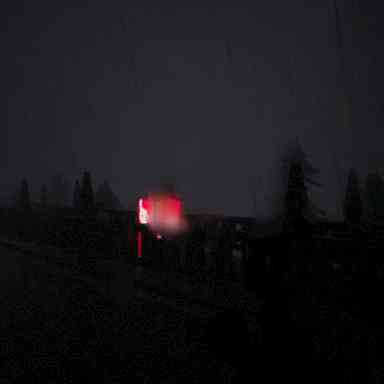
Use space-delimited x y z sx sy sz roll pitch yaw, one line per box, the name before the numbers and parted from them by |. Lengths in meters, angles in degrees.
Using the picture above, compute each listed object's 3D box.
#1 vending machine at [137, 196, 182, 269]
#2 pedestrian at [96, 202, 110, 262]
vending machine | -1.009 1.195 10.380 0.880 2.100 1.100 0 0 41
pedestrian | -2.699 1.141 9.866 0.375 1.860 0.375 0 0 41
